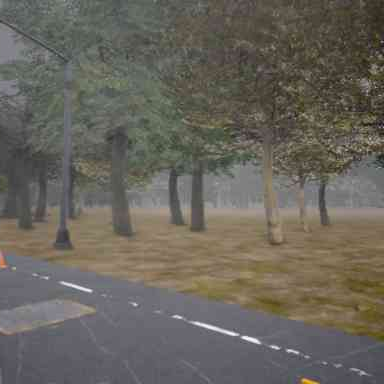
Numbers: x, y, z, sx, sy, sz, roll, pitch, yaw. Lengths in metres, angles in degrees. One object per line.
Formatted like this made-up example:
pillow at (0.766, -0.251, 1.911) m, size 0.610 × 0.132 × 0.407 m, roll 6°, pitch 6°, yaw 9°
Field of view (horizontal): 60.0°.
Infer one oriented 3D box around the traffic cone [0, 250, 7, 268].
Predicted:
traffic cone at (-6.846, 2.390, 11.895) m, size 0.340 × 0.580 × 0.340 m, roll -1°, pitch -3°, yaw 39°

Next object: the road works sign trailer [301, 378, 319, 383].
road works sign trailer at (2.263, 0.638, 2.544) m, size 2.880 × 3.560 × 2.380 m, roll -1°, pitch -3°, yaw 39°
